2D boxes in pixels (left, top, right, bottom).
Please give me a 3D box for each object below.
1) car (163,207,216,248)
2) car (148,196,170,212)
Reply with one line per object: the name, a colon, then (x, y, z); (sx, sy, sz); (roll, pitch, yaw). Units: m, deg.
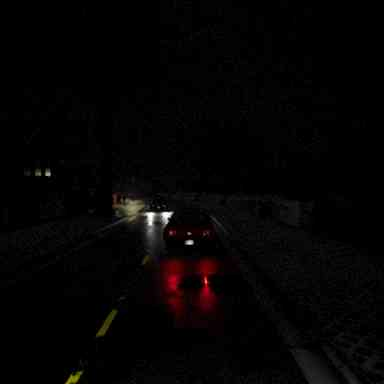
car: (-0.115, 1.477, 14.018); (1.895, 1.301, 4.718); (0, 0, -1)
car: (-3.396, 1.230, 34.762); (1.837, 1.490, 4.892); (0, 0, -4)
